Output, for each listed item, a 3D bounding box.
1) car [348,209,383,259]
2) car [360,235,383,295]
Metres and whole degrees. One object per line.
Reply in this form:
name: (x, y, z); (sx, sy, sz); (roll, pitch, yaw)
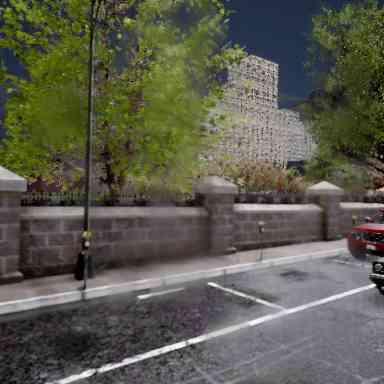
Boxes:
car: (7.788, 1.484, 12.139); (5.009, 1.841, 2.192); (1, 0, -36)
car: (6.165, 1.719, 7.804); (4.718, 1.301, 1.895); (1, -1, -36)
